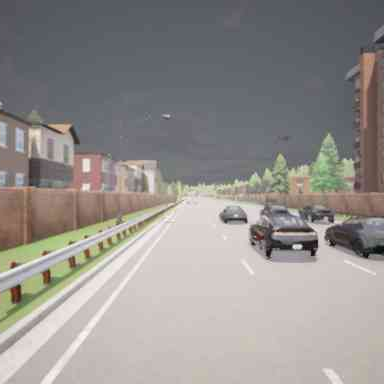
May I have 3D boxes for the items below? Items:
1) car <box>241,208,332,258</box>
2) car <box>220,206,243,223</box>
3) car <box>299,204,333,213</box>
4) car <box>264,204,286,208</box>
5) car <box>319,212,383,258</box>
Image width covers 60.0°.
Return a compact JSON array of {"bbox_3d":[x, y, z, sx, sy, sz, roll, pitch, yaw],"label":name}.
[{"bbox_3d":[3.520,1.640,13.493,2.128,1.511,4.902,0,0,0],"label":"car"},{"bbox_3d":[3.526,1.873,28.451,1.994,1.385,4.181,0,-1,0],"label":"car"},{"bbox_3d":[10.525,1.816,28.510,1.837,1.490,4.892,0,0,0],"label":"car"},{"bbox_3d":[7.025,1.816,28.491,1.837,1.490,4.892,0,0,0],"label":"car"},{"bbox_3d":[7.022,1.711,13.476,1.994,1.385,4.181,0,-1,0],"label":"car"}]
